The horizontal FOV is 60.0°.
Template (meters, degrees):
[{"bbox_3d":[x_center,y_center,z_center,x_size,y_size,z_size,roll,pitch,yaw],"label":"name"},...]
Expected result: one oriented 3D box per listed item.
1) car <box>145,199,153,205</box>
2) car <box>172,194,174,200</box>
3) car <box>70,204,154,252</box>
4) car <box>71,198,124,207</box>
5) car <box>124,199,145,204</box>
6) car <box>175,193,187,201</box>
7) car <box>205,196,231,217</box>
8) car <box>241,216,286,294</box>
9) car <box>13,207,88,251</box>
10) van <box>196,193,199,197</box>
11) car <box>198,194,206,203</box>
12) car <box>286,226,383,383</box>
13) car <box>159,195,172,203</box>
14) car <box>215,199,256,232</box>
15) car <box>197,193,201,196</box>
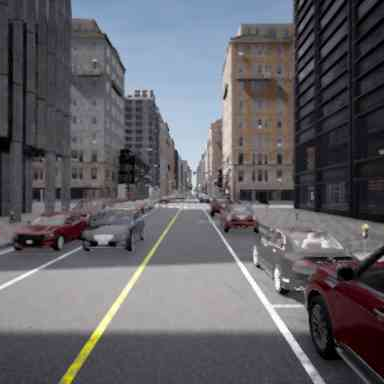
[{"bbox_3d":[-5.835,1.553,36.698,1.887,1.381,4.507,1,0,0],"label":"car"},{"bbox_3d":[-5.820,1.564,75.016,1.887,1.381,4.507,1,0,0],"label":"car"},{"bbox_3d":[-3.094,1.494,14.015,2.128,1.511,4.902,0,0,0],"label":"car"},{"bbox_3d":[-5.840,1.319,19.825,2.192,1.841,5.009,1,0,0],"label":"car"},{"bbox_3d":[-5.837,1.532,30.904,1.752,1.417,4.829,1,0,0],"label":"car"},{"bbox_3d":[-2.964,1.621,89.618,1.895,1.301,4.718,0,0,0],"label":"car"},{"bbox_3d":[2.690,1.321,31.062,2.192,1.841,5.009,1,0,0],"label":"car"},{"bbox_3d":[2.679,1.551,8.564,2.008,1.369,4.403,1,0,0],"label":"car"},{"bbox_3d":[-5.844,1.547,14.200,1.887,1.381,4.507,1,0,0],"label":"car"},{"bbox_3d":[2.712,1.365,86.351,1.690,1.788,3.998,1,0,0],"label":"van"},{"bbox_3d":[2.703,1.599,69.330,1.802,1.307,4.206,1,0,0],"label":"car"},{"bbox_3d":[2.679,1.315,2.940,2.192,1.841,5.009,1,0,0],"label":"car"},{"bbox_3d":[-5.822,1.562,69.343,1.887,1.381,4.507,1,0,0],"label":"car"},{"bbox_3d":[2.685,1.443,19.812,1.967,1.590,4.097,1,0,0],"label":"car"},{"bbox_3d":[2.707,1.603,80.677,1.802,1.307,4.206,1,0,0],"label":"car"}]
